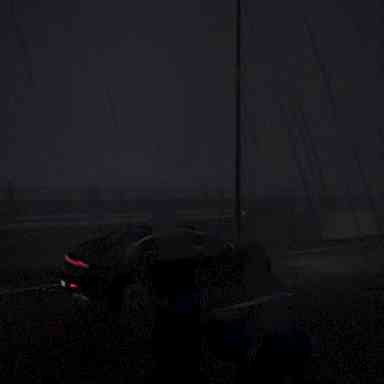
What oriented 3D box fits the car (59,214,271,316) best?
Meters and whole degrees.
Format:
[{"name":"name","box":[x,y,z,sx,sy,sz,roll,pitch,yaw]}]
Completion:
[{"name":"car","box":[-0.355,1.469,7.473,4.902,1.511,2.128,0,0,-33]}]

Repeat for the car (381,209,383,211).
[{"name":"car","box":[15.532,1.472,24.191,4.674,1.442,1.812,0,0,-27]}]

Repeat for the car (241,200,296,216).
[{"name":"car","box":[6.259,1.419,27.377,4.902,1.511,2.128,0,0,-27]}]
